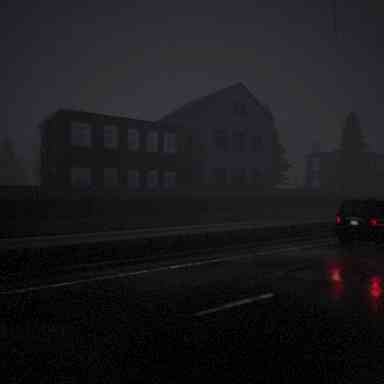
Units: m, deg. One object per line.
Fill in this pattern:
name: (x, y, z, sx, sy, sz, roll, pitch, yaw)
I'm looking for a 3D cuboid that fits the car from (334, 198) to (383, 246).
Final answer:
car: (8.293, 1.255, 14.084, 5.566, 2.045, 2.150, 0, 0, -35)
